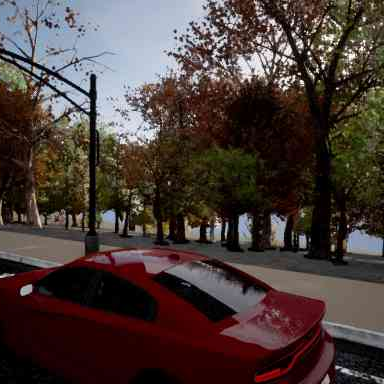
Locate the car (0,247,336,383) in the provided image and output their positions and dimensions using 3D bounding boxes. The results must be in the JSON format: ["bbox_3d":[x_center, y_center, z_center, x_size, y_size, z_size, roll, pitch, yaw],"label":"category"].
[{"bbox_3d":[-0.876,1.477,4.302,5.008,1.535,1.882,0,0,35],"label":"car"}]
